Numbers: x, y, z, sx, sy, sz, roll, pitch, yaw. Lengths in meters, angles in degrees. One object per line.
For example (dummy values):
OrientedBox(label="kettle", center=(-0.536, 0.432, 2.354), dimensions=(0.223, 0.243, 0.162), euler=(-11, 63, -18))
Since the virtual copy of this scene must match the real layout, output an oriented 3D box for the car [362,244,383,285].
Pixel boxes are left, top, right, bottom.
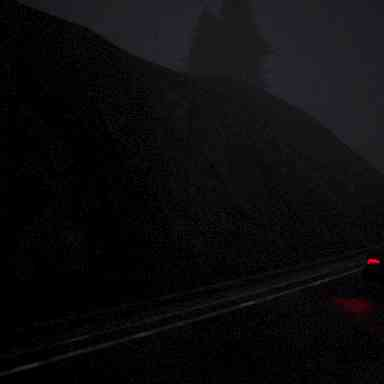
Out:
OrientedBox(label="car", center=(6.308, 1.603, 8.585), dimensions=(5.357, 1.411, 2.033), euler=(0, -1, -41))
